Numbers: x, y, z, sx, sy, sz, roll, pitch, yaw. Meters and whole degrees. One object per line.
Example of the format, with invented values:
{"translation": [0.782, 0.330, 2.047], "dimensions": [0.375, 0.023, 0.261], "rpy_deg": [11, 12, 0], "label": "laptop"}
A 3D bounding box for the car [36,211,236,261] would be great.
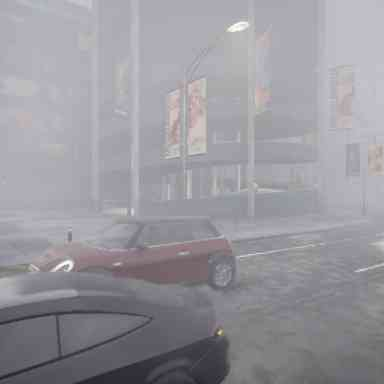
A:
{"translation": [-1.195, 1.351, 7.483], "dimensions": [4.553, 1.767, 2.097], "rpy_deg": [0, 0, -36], "label": "car"}

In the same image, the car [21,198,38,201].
{"translation": [-25.528, 1.463, 52.433], "dimensions": [1.895, 1.301, 4.718], "rpy_deg": [0, 0, -36], "label": "car"}

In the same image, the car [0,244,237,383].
{"translation": [-1.738, 1.526, 2.773], "dimensions": [4.674, 1.442, 1.812], "rpy_deg": [0, 0, -36], "label": "car"}

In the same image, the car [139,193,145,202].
{"translation": [-11.022, 1.029, 63.943], "dimensions": [2.435, 2.045, 5.566], "rpy_deg": [0, 0, -36], "label": "car"}
